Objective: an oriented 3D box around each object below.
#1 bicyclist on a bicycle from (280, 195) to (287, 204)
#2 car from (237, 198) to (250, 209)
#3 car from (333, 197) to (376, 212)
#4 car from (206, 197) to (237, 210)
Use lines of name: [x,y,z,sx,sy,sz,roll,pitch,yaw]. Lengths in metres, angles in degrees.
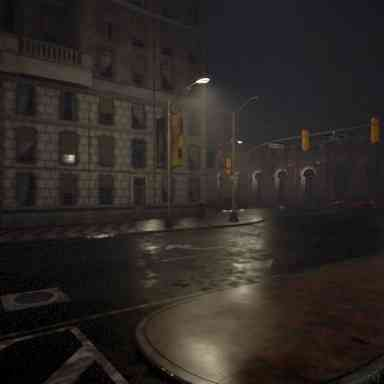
bicyclist on a bicycle: [15.552,1.300,56.504,1.656,1.620,0.582,0,0,-36]
car: [5.729,1.505,45.396,1.837,1.490,4.892,0,0,-36]
car: [19.329,1.352,39.687,4.553,1.767,2.097,0,0,39]
car: [2.929,1.547,43.285,2.033,1.411,5.357,0,0,-36]
